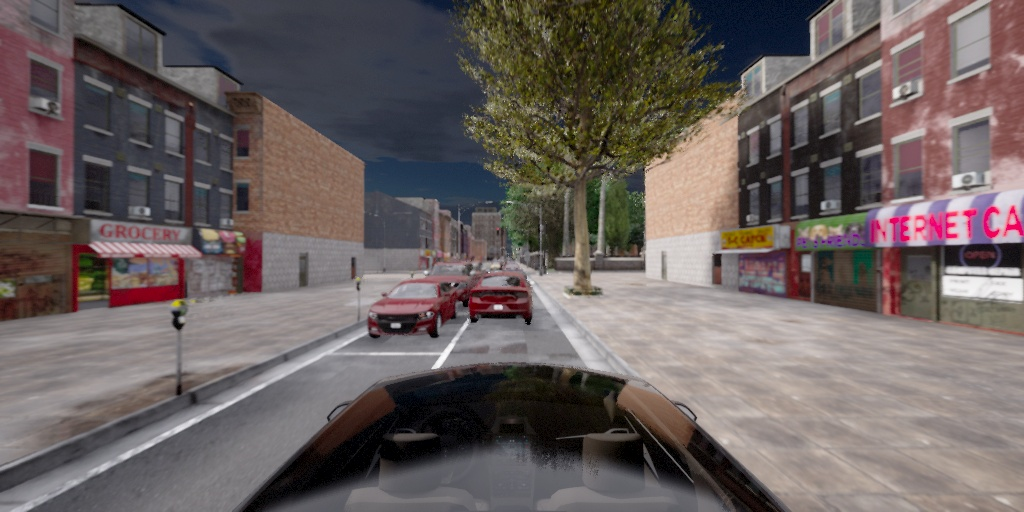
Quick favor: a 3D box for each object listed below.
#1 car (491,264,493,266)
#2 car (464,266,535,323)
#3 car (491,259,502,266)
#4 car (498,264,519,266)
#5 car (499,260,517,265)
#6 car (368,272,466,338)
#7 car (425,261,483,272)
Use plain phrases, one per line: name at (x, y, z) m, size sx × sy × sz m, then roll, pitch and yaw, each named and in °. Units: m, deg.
car at (-2.656, 1.499, 27.232) m, size 1.802 × 1.307 × 4.207 m, roll 0°, pitch 0°, yaw 0°
car at (-0.257, 1.297, 12.479) m, size 1.882 × 1.535 × 5.008 m, roll 0°, pitch 0°, yaw 3°
car at (-2.694, 1.668, 59.615) m, size 1.751 × 1.417 × 4.829 m, roll 0°, pitch 0°, yaw 0°
car at (0.087, 1.514, 26.768) m, size 1.895 × 1.301 × 4.718 m, roll 0°, pitch 0°, yaw 0°
car at (-0.026, 1.460, 36.764) m, size 1.882 × 1.535 × 5.008 m, roll 0°, pitch 0°, yaw 0°
car at (-2.644, 1.351, 10.397) m, size 1.888 × 1.381 × 4.507 m, roll 0°, pitch 0°, yaw 0°
car at (-2.648, 1.157, 16.009) m, size 2.192 × 1.841 × 5.009 m, roll 0°, pitch 0°, yaw 0°
